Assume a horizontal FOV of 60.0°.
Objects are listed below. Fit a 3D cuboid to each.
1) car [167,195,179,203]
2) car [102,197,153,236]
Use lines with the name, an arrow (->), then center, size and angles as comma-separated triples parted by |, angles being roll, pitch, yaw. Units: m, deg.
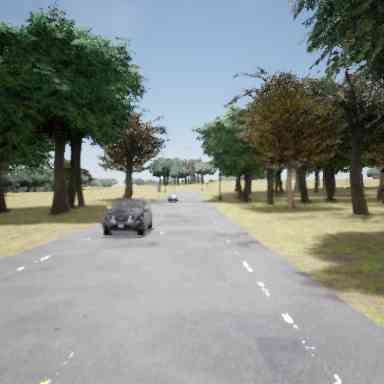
car -> -3.515, 1.231, 61.806 | 1.895, 1.301, 4.718 | 0, 1, 0
car -> -3.599, 1.362, 19.628 | 2.150, 2.045, 5.566 | 0, 0, 0
